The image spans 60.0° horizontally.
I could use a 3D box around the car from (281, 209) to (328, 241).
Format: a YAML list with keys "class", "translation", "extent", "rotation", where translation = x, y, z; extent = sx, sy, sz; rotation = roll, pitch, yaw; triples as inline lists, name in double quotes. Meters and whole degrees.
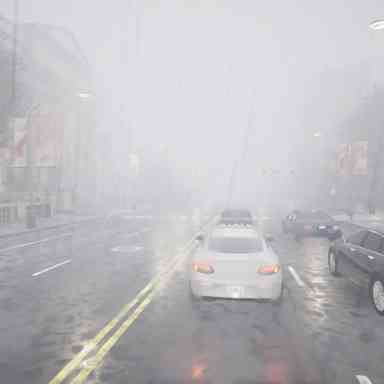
- class: "car"
  translation: [5.759, 1.547, 16.597]
  extent: [2.033, 1.411, 5.357]
  rotation: [0, 0, 6]

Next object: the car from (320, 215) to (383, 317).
- class: "car"
  translation: [4.469, 1.505, 7.326]
  extent: [1.837, 1.490, 4.892]
  rotation: [0, 0, 7]

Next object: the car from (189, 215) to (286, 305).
- class: "car"
  translation: [1.034, 1.526, 8.031]
  extent: [1.812, 1.442, 4.674]
  rotation: [0, 0, 7]

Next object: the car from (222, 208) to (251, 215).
- class: "car"
  translation: [2.322, 1.547, 17.488]
  extent: [2.033, 1.411, 5.357]
  rotation: [0, 0, 8]
